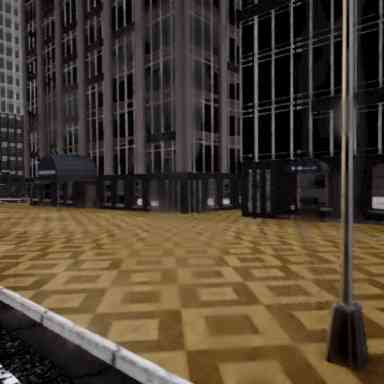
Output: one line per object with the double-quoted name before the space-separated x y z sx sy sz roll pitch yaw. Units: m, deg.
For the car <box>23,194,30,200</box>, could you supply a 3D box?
"car" -36.423 0.906 76.164 1.967 1.590 4.097 0 1 41
